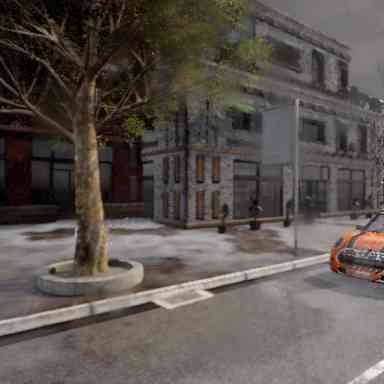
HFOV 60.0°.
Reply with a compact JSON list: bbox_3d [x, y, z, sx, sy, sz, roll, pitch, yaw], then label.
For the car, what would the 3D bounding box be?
[{"bbox_3d":[5.766,1.323,9.061,4.553,1.767,2.097,0,0,-37],"label":"car"}]
